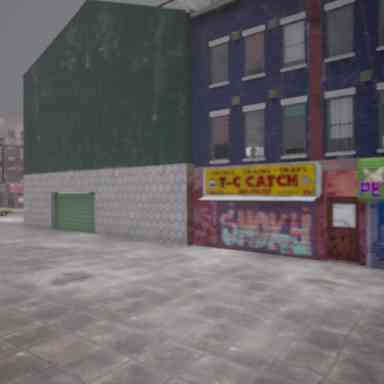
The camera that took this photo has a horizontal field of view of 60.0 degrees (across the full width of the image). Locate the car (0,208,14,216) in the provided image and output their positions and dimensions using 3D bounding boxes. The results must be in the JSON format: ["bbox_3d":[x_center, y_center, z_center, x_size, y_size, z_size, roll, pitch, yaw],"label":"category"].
[{"bbox_3d":[-18.743,1.595,30.039,1.752,1.417,4.829,-1,-1,35],"label":"car"}]
